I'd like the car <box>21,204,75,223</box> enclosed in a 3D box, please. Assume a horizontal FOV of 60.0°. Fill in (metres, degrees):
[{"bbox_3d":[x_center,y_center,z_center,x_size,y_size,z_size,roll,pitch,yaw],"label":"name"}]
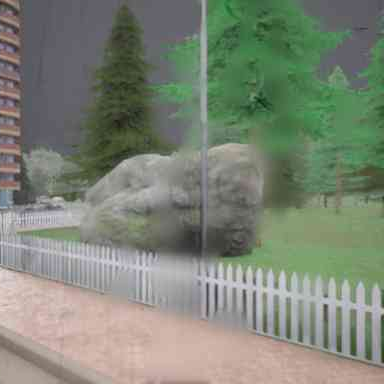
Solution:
[{"bbox_3d":[-11.014,1.583,25.633,1.994,1.385,4.181,0,0,21],"label":"car"}]
